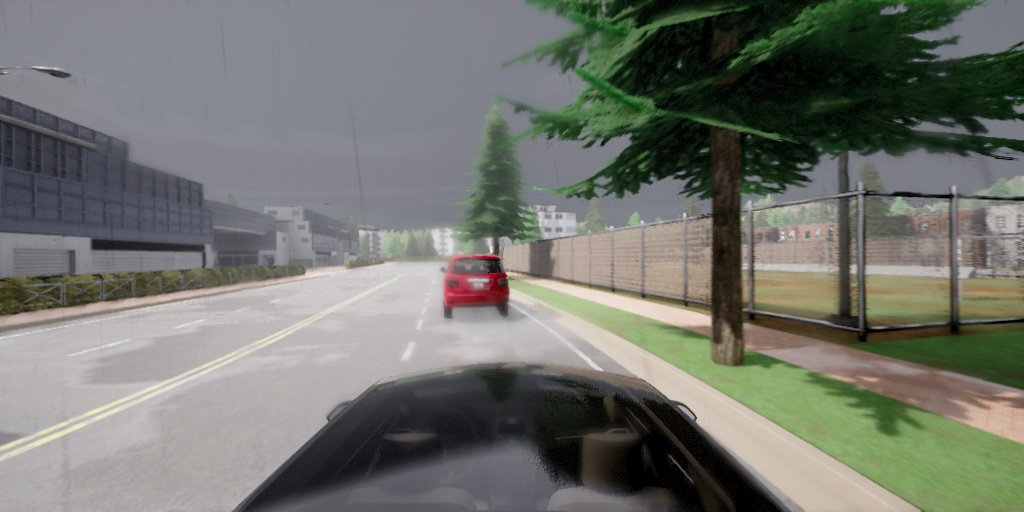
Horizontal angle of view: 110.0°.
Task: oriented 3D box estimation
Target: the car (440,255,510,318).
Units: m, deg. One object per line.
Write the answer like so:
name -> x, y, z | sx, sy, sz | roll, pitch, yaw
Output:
car -> -1.472, 0.995, 13.455 | 2.150, 2.045, 5.566 | 0, 0, -10
